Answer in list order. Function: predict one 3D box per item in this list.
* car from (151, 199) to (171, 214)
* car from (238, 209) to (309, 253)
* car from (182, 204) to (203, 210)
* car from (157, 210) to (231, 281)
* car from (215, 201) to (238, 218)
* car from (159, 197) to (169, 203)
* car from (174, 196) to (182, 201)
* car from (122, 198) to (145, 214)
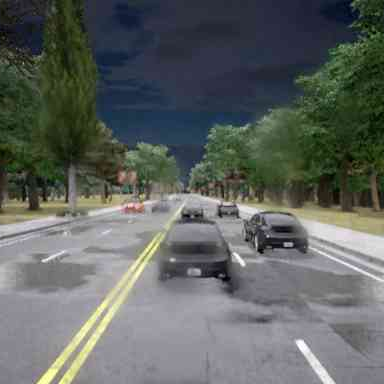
[{"bbox_3d":[-3.407,1.756,36.991,1.895,1.301,4.718,0,0,0],"label":"car"},{"bbox_3d":[3.318,1.546,13.861,1.837,1.490,4.892,0,0,0],"label":"car"},{"bbox_3d":[0.044,1.714,29.907,1.895,1.301,4.718,0,0,0],"label":"car"},{"bbox_3d":[0.061,1.533,9.873,1.837,1.490,4.892,0,0,0],"label":"car"},{"bbox_3d":[3.292,1.613,31.409,2.128,1.511,4.902,0,0,0],"label":"car"},{"bbox_3d":[-6.634,1.834,79.283,1.895,1.301,4.718,0,0,0],"label":"car"},{"bbox_3d":[-3.383,1.782,78.906,1.812,1.442,4.674,0,0,0],"label":"car"},{"bbox_3d":[-6.657,1.515,38.129,2.097,1.767,4.553,0,0,0],"label":"car"}]
